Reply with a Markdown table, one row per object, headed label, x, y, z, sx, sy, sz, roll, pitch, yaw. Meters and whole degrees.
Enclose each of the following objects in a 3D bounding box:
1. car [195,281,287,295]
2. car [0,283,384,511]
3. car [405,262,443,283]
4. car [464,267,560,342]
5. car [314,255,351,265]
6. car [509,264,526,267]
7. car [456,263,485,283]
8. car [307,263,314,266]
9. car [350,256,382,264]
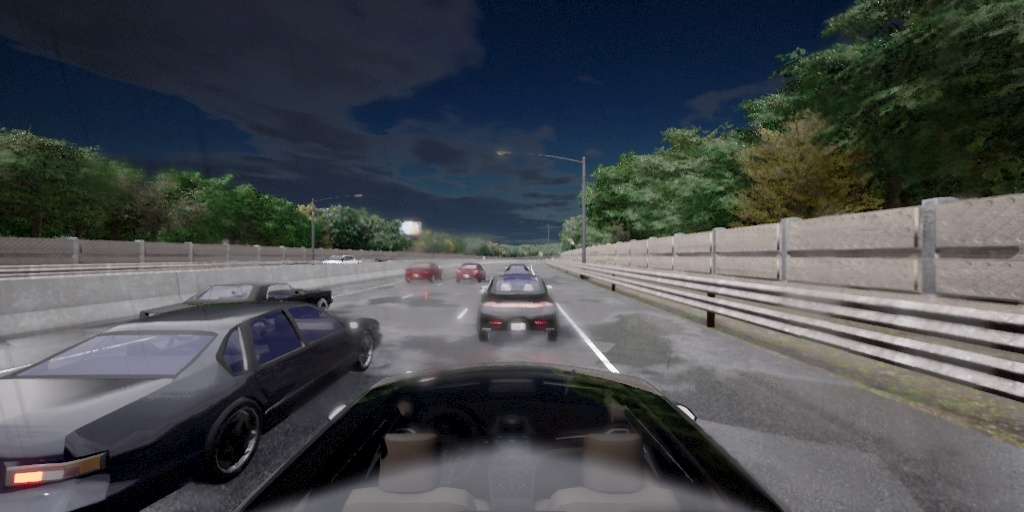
| label | x | y | z | sx | sy | sz | roll | pitch | yaw |
| --- | --- | --- | --- | --- | --- | --- | --- | --- | --- |
| car | -6.856 | 1.339 | 9.763 | 1.895 | 1.301 | 4.718 | 0 | 0 | 0 |
| car | -3.375 | 1.292 | 4.545 | 2.033 | 1.411 | 5.357 | 0 | 0 | -1 |
| car | -6.585 | 1.202 | 27.382 | 1.882 | 1.535 | 5.008 | 0 | 0 | 1 |
| car | 0.147 | 1.230 | 9.749 | 2.128 | 1.511 | 4.902 | 0 | 0 | 0 |
| car | -20.354 | 0.949 | 42.285 | 2.150 | 2.045 | 5.566 | 0 | 0 | 2 |
| car | 0.405 | 1.291 | 26.762 | 1.994 | 1.385 | 4.181 | 0 | 0 | 1 |
| car | -3.093 | 1.251 | 27.374 | 1.812 | 1.442 | 4.674 | 0 | 0 | 1 |
| car | -23.760 | 1.295 | 44.715 | 1.994 | 1.385 | 4.181 | 0 | 0 | 2 |
| car | -16.832 | 1.084 | 42.639 | 2.097 | 1.767 | 4.553 | 0 | 0 | 2 |
